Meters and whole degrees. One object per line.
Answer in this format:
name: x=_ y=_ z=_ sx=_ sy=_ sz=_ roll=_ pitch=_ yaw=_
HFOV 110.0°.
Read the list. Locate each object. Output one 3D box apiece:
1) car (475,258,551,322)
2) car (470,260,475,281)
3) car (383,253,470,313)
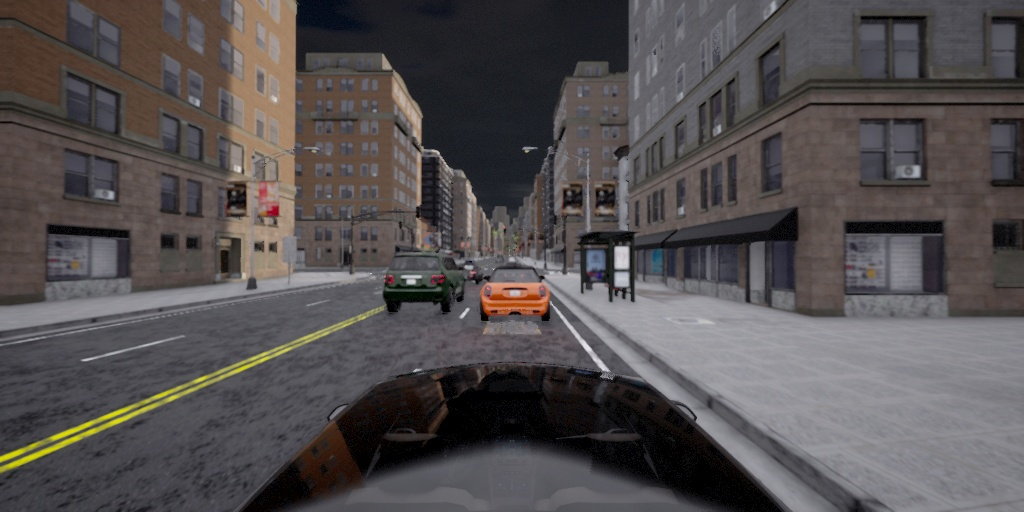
car: x=0.093 y=1.077 z=12.365 sx=2.097 sy=1.767 sz=4.553 roll=0 pitch=0 yaw=0
car: x=-3.162 y=1.224 z=25.719 sx=1.812 sy=1.442 sz=4.674 roll=0 pitch=0 yaw=0
car: x=-3.157 y=0.937 z=13.921 sx=2.150 sy=2.045 sz=5.566 roll=0 pitch=-1 yaw=0
